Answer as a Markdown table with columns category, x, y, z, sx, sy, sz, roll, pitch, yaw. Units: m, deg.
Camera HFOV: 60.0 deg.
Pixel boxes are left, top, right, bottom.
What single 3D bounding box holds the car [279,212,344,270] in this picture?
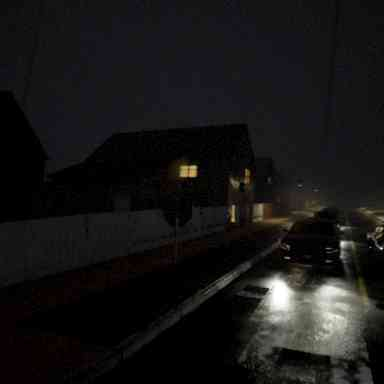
| category | x | y | z | sx | sy | sz | roll | pitch | yaw |
| --- | --- | --- | --- | --- | --- | --- | --- | --- | --- |
| car | 4.568 | 1.760 | 12.493 | 1.882 | 1.535 | 5.008 | 1 | -1 | 24 |

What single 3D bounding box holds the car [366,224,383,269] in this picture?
| category | x | y | z | sx | sy | sz | roll | pitch | yaw |
| --- | --- | --- | --- | --- | --- | --- | --- | --- | --- |
| car | 7.474 | 1.873 | 11.963 | 2.033 | 1.411 | 5.357 | 1 | -1 | 24 |

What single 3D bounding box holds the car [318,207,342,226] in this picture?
| category | x | y | z | sx | sy | sz | roll | pitch | yaw |
| --- | --- | --- | --- | --- | --- | --- | --- | --- | --- |
| car | 12.885 | 2.188 | 30.865 | 1.837 | 1.490 | 4.892 | 1 | -1 | 25 |

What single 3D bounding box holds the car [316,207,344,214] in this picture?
| category | x | y | z | sx | sy | sz | roll | pitch | yaw |
| --- | --- | --- | --- | --- | --- | --- | --- | --- | --- |
| car | 8.714 | 1.988 | 21.652 | 1.837 | 1.490 | 4.892 | 1 | -1 | 24 |
